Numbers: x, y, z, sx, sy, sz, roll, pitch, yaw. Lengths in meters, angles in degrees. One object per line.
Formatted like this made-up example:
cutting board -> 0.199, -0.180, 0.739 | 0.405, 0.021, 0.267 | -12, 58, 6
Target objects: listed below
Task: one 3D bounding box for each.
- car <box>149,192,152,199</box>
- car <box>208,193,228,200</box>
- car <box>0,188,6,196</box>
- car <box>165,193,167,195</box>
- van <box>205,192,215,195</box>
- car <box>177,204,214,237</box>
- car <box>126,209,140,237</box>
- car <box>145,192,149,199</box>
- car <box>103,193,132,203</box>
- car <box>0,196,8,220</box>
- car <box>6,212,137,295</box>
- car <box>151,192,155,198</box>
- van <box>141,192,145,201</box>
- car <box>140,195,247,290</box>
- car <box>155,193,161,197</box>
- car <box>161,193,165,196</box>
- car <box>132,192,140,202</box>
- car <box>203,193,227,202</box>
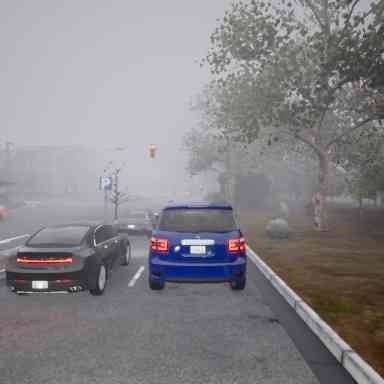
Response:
car -> -12.511, 1.360, 77.927 | 4.674, 1.452, 2.002 | -1, 0, -13
car -> 6.595, 1.129, 83.209 | 4.553, 1.767, 2.185 | 1, 0, -12
car -> -31.076, 0.137, 53.875 | 2.002, 1.452, 4.674 | 6, -3, -19
car -> -10.427, 1.316, 92.892 | 5.008, 1.535, 2.097 | -1, 0, -11
van -> 4.391, 1.043, 65.543 | 4.442, 1.987, 1.878 | 1, 0, -14
car -> 0.204, 1.531, 19.084 | 1.837, 1.490, 4.892 | 0, 0, 0
car -> -2.815, 1.589, 17.627 | 1.994, 1.385, 4.181 | 0, 0, 1
car -> -12.889, 1.322, 74.932 | 4.892, 1.521, 2.231 | -1, 0, -13
car -> -14.340, 1.359, 62.979 | 4.792, 1.488, 2.163 | -1, 0, -15
car -> -16.586, 1.404, 25.177 | 4.553, 1.767, 2.185 | -1, 0, -19
car -> -2.876, 1.515, 8.741 | 1.837, 1.490, 4.892 | 0, 0, 0
car -> -12.134, 1.359, 80.928 | 4.674, 1.452, 2.002 | -1, 0, -13
van -> -13.122, 1.093, 71.961 | 4.442, 1.987, 1.878 | -1, 0, -14
car -> 0.126, 1.233, 9.226 | 2.150, 2.045, 5.566 | 0, 0, 0
car -> -11.309, 1.358, 86.909 | 4.674, 1.452, 2.002 | -1, 0, -12
car -> -10.854, 1.065, 89.914 | 5.566, 2.045, 2.435 | -1, 0, -12
car -> -13.691, 1.316, 65.970 | 5.366, 1.575, 1.946 | -1, 0, -15
car -> 4.780, 1.142, 68.512 | 4.553, 1.767, 2.185 | 1, 0, -14
